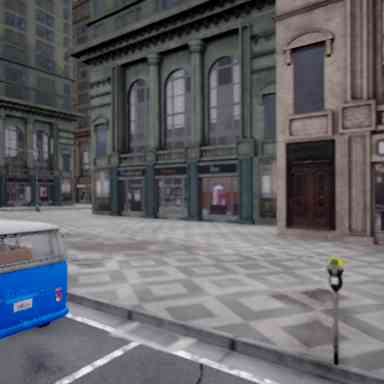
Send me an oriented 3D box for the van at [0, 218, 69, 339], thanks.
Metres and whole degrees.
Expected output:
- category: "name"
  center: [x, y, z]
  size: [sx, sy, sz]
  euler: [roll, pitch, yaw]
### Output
- category: "van"
  center: [-3.850, 1.320, 5.623]
  size: [3.998, 1.788, 1.690]
  euler: [0, 0, 34]
